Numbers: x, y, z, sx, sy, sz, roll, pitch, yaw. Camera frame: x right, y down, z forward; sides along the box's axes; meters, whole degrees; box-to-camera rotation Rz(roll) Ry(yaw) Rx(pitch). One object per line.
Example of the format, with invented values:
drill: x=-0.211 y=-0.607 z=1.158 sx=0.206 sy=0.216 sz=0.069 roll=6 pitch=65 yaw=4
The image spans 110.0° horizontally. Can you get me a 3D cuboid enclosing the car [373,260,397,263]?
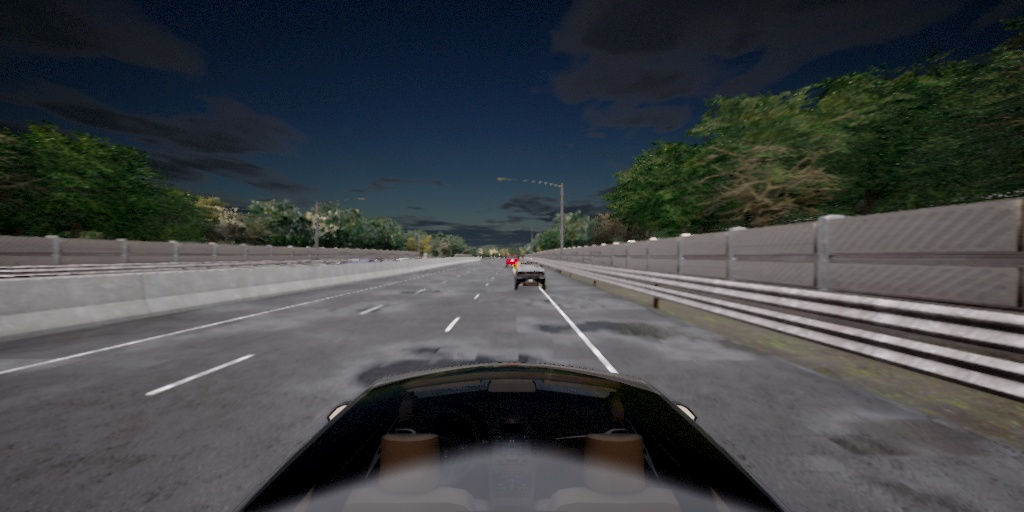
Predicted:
car: x=-17.503 y=1.216 z=51.553 sx=2.033 sy=1.411 sz=5.357 roll=0 pitch=0 yaw=1

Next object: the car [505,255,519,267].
car: x=0.058 y=0.820 z=60.960 sx=2.150 sy=2.045 sz=5.566 roll=0 pitch=0 yaw=0

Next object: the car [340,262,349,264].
car: x=-24.484 y=1.246 z=55.106 sx=1.895 sy=1.301 sz=4.718 roll=0 pitch=0 yaw=1

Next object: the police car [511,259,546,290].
police car: x=1.064 y=1.179 z=22.910 sx=1.930 sy=1.638 sz=5.238 roll=0 pitch=0 yaw=0

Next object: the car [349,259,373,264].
car: x=-21.008 y=1.146 z=51.528 sx=1.882 sy=1.535 sz=5.008 roll=0 pitch=0 yaw=1
